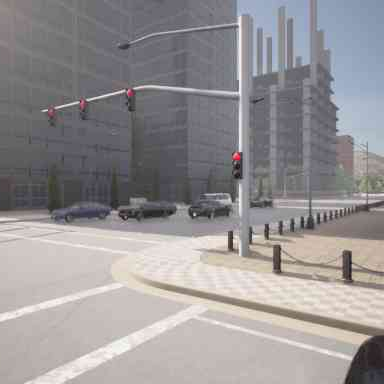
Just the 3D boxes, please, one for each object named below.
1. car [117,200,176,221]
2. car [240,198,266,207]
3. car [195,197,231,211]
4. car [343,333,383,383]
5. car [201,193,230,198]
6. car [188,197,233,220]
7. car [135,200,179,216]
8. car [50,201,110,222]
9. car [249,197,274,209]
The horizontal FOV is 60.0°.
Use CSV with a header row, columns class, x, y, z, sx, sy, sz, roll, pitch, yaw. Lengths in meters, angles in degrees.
class,x,y,z,sx,sy,sz,roll,pitch,yaw
car,-3.615,1.545,26.417,1.895,1.301,4.718,0,0,36
car,9.267,1.545,50.219,1.895,1.301,4.718,0,0,36
car,2.671,1.436,41.118,2.128,1.511,4.902,0,0,36
car,3.017,1.564,1.816,4.181,1.385,1.994,0,0,36
car,2.094,1.166,34.332,2.150,2.045,5.566,0,0,36
car,1.633,1.449,27.363,1.837,1.490,4.892,0,0,36
car,-3.404,1.508,32.695,1.994,1.385,4.181,0,0,36
car,-8.485,1.470,25.659,1.812,1.442,4.674,0,0,38
car,9.197,1.422,44.168,1.882,1.535,5.008,0,0,36
